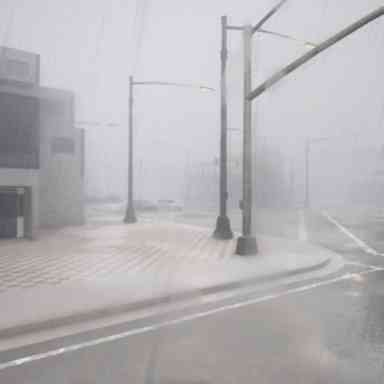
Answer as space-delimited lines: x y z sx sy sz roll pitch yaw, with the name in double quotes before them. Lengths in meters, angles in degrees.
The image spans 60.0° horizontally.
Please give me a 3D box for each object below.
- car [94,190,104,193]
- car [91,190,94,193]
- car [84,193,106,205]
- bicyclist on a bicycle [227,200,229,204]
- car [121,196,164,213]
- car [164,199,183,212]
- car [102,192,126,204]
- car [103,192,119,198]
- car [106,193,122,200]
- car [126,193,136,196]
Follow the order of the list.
"car" -22.518 0.466 78.926 2.150 2.045 5.566 1 -1 -36
"car" -21.817 0.810 66.025 1.882 1.535 5.008 1 0 -36
"car" -15.297 1.211 50.902 1.895 1.301 4.718 1 1 -36
"bicyclist on a bicycle" 5.673 1.282 56.013 1.656 1.620 0.582 0 1 -36
"car" -5.669 1.539 37.601 2.033 1.411 5.357 1 1 -35
"car" -2.908 1.541 39.752 1.812 1.442 4.674 0 1 -36
"car" -12.824 1.182 53.466 1.994 1.385 4.181 1 1 -36
"car" -19.665 0.792 80.950 2.128 1.511 4.902 1 -1 -36
"car" -16.625 0.899 70.788 1.812 1.442 4.674 1 0 -36
"car" -13.790 0.954 72.841 1.994 1.385 4.181 1 0 -36
